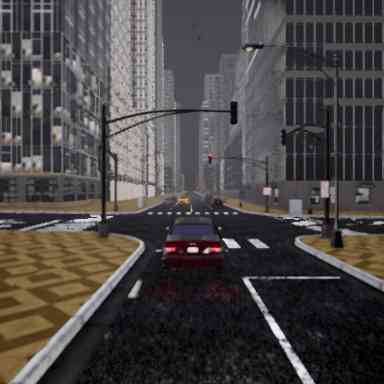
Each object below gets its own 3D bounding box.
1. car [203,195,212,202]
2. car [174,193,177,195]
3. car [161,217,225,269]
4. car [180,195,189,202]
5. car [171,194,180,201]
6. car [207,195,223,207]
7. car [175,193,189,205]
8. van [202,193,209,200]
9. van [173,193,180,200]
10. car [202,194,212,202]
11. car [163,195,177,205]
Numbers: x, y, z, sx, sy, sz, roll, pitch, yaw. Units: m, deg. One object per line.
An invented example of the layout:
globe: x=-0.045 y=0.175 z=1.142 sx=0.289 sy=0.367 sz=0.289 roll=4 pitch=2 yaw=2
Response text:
car: x=3.672 y=1.425 z=79.500 sx=1.967 sy=1.590 sz=4.097 roll=0 pitch=0 yaw=0
car: x=-4.178 y=1.557 z=73.928 sx=1.947 sy=1.339 sz=4.313 roll=0 pitch=0 yaw=0
car: x=0.053 y=1.546 z=11.128 sx=2.033 sy=1.411 sz=5.357 roll=0 pitch=0 yaw=1
car: x=-1.616 y=1.508 z=74.520 sx=1.812 sy=1.442 sz=4.674 roll=0 pitch=0 yaw=0
car: x=-4.239 y=1.418 z=84.984 sx=1.967 sy=1.590 sz=4.097 roll=0 pitch=0 yaw=0
car: x=3.873 y=1.574 z=51.863 sx=1.947 sy=1.339 sz=4.313 roll=0 pitch=0 yaw=0
car: x=-1.581 y=1.482 z=59.191 sx=1.882 sy=1.535 sz=5.008 roll=0 pitch=0 yaw=0
van: x=3.611 y=1.313 z=90.554 sx=1.690 sy=1.788 sz=3.998 roll=0 pitch=0 yaw=0
van: x=-4.269 y=1.313 z=90.511 sx=1.690 sy=1.788 sz=3.998 roll=0 pitch=0 yaw=0
car: x=3.702 y=1.306 z=73.971 sx=2.192 sy=1.841 sz=5.009 roll=0 pitch=0 yaw=0
car: x=-4.087 y=1.587 z=57.346 sx=1.802 sy=1.307 sz=4.206 roll=0 pitch=0 yaw=0
